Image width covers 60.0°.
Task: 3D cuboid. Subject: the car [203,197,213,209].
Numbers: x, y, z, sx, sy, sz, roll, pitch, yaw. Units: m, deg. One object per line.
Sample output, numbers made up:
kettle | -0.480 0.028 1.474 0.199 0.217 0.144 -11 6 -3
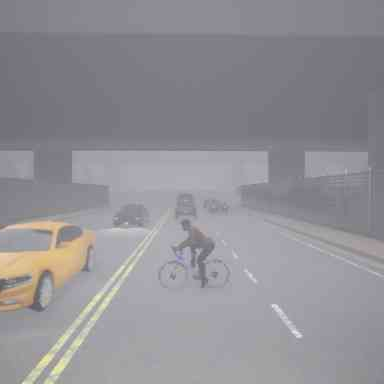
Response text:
car | 2.561 1.478 46.455 1.882 1.535 5.008 0 0 -1

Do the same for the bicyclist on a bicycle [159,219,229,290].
bicyclist on a bicycle | 0.035 1.454 7.679 1.656 1.620 0.582 -1 0 -1

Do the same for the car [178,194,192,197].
car | -0.860 1.221 42.756 2.150 2.045 5.566 0 0 -1

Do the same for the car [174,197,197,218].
car | -0.558 1.492 30.001 2.128 1.511 4.902 0 0 -1

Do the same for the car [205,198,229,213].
car | 2.796 1.601 36.426 1.895 1.301 4.718 0 0 -1

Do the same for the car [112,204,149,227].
car | -4.086 1.548 23.083 2.033 1.411 5.357 0 0 -1

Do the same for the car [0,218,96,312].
car | -3.749 1.477 7.941 1.882 1.535 5.008 0 0 -1
